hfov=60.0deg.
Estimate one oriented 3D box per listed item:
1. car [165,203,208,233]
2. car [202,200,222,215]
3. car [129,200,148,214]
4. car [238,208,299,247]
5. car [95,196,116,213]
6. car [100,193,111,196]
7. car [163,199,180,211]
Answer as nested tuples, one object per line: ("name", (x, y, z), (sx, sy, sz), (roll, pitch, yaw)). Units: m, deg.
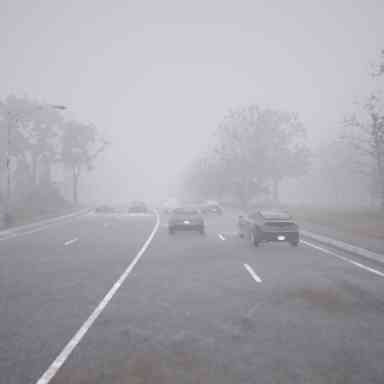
("car", (-0.391, 1.568, 19.549), (1.994, 1.385, 4.181), (0, 0, -3))
("car", (1.781, 1.535, 33.858), (1.812, 1.442, 4.674), (0, 0, -8))
("car", (-5.796, 1.569, 35.887), (1.994, 1.385, 4.181), (0, 0, -9))
("car", (3.327, 1.508, 15.121), (1.837, 1.490, 4.892), (0, 0, -2))
("car", (-9.433, 1.527, 36.453), (1.812, 1.442, 4.674), (0, 0, -10))
("car", (-19.727, 1.117, 75.874), (2.097, 1.767, 4.553), (0, 0, -29))
("car", (-2.231, 1.534, 37.049), (1.812, 1.442, 4.674), (0, 0, -9))
